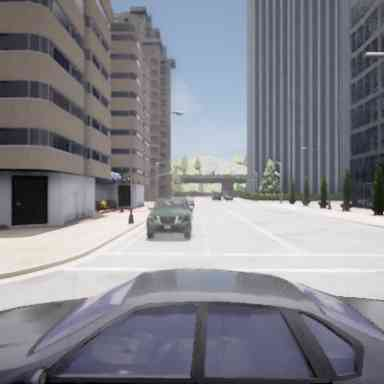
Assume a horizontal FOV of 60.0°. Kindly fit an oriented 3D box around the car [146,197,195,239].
[{"bbox_3d":[-1.099,1.306,18.314,2.150,2.045,5.566,0,0,1],"label":"car"}]

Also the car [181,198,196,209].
[{"bbox_3d":[-0.512,1.673,50.251,2.128,1.511,4.902,0,0,1],"label":"car"}]

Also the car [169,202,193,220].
[{"bbox_3d":[-0.913,1.683,29.795,1.994,1.385,4.181,0,0,1],"label":"car"}]

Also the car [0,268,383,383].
[{"bbox_3d":[-0.053,1.550,3.283,5.357,1.411,2.033,0,0,1],"label":"car"}]
